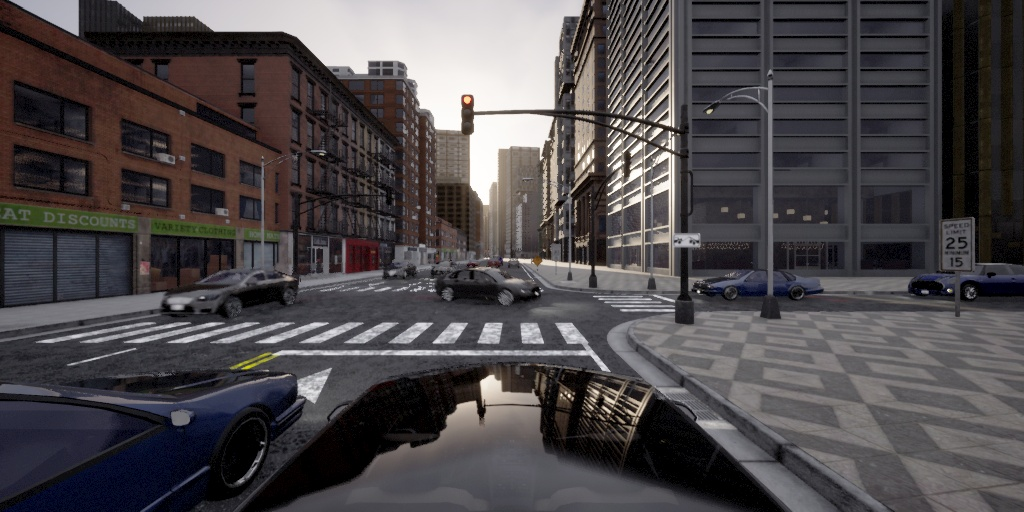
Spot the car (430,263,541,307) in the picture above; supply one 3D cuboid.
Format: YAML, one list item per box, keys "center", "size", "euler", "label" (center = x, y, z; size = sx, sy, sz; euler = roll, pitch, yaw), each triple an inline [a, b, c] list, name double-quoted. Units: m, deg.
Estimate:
- center: [-1.141, 1.255, 15.627]
  size: [4.892, 1.490, 1.837]
  euler: [0, 3, 29]
  label: "car"

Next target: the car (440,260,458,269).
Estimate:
- center: [-9.644, 1.322, 54.954]
  size: [1.895, 1.301, 4.718]
  euler: [0, 0, 1]
  label: "car"

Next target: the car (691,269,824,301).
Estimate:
- center: [11.523, 1.311, 17.017]
  size: [5.357, 1.411, 2.033]
  euler: [0, 0, 1]
  label: "car"

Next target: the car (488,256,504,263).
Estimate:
- center: [-2.958, 1.068, 60.449]
  size: [2.097, 1.767, 4.553]
  euler: [0, 0, 1]
  label: "car"

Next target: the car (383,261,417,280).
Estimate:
- center: [-9.748, 1.234, 31.434]
  size: [2.128, 1.511, 4.902]
  euler: [0, 0, 0]
  label: "car"

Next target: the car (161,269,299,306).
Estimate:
- center: [-9.812, 1.241, 12.975]
  size: [2.128, 1.511, 4.902]
  euler: [0, 0, 0]
  label: "car"

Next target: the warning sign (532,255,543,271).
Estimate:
- center: [2.988, 0.848, 42.157]
  size: [1.300, 1.860, 1.060]
  euler: [0, 0, 0]
  label: "warning sign"

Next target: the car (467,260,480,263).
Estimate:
- center: [-6.357, 1.318, 58.614]
  size: [1.895, 1.301, 4.718]
  euler: [0, 0, 1]
  label: "car"

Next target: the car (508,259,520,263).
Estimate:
- center: [0.301, 1.208, 60.407]
  size: [2.128, 1.511, 4.902]
  euler: [0, 0, 0]
  label: "car"

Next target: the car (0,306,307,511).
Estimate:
- center: [-3.150, 1.297, 1.392]
  size: [2.033, 1.411, 5.357]
  euler: [0, 0, 0]
  label: "car"

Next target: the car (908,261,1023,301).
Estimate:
- center: [21.784, 1.120, 16.941]
  size: [4.553, 1.767, 2.097]
  euler: [0, 0, 1]
  label: "car"

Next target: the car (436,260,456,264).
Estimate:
- center: [-6.489, 1.245, 34.259]
  size: [1.837, 1.490, 4.892]
  euler: [0, 0, 0]
  label: "car"
